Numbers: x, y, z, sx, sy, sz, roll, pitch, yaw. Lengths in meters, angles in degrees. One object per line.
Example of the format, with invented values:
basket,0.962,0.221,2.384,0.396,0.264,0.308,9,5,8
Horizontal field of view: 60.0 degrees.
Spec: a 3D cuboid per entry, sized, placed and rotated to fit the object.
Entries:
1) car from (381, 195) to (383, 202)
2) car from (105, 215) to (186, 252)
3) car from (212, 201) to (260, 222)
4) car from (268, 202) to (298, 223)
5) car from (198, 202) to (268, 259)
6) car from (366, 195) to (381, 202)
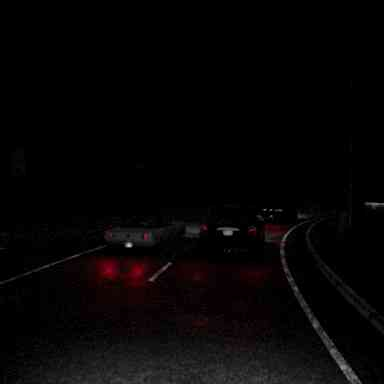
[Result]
car,39.279,1.460,64.657,4.718,1.301,1.895,-1,2,-37
car,-1.668,1.589,13.900,1.895,1.301,4.718,0,0,15
car,3.765,1.531,27.324,2.033,1.411,5.357,1,0,29
car,6.814,1.503,25.606,2.128,1.511,4.902,1,0,29
car,1.705,1.359,12.959,2.097,1.767,4.553,0,0,15
car,37.213,1.299,67.479,4.892,1.490,1.837,-1,2,-37
